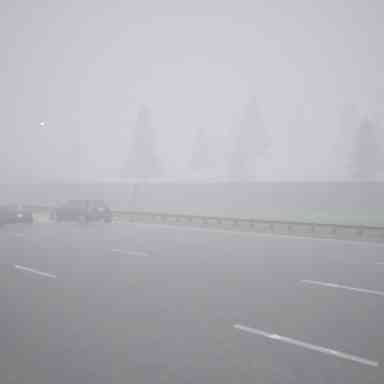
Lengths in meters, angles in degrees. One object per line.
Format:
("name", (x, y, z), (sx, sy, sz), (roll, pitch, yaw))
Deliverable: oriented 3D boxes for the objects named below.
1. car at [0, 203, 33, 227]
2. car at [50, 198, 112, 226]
("car", (-12.021, 1.391, 21.274), (4.181, 1.385, 1.994), (1, 0, 36))
("car", (-7.477, 1.200, 22.317), (4.553, 1.767, 2.097), (1, 0, 36))
